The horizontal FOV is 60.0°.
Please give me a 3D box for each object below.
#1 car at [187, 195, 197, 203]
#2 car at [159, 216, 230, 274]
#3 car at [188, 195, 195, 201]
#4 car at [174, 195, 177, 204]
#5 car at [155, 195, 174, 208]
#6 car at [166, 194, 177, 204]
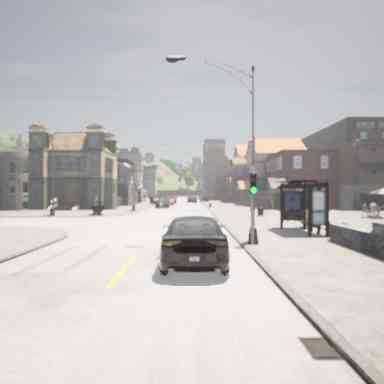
[{"bbox_3d":[0.016,1.514,68.941,1.882,1.535,5.008,0,-1,0],"label":"car"},{"bbox_3d":[0.071,1.483,10.563,1.882,1.535,5.008,0,0,0],"label":"car"},{"bbox_3d":[-0.101,1.543,82.849,1.837,1.490,4.892,0,0,0],"label":"car"},{"bbox_3d":[-4.135,1.381,56.654,2.097,1.767,4.553,0,0,0],"label":"car"},{"bbox_3d":[-4.152,1.516,47.554,2.128,1.511,4.902,0,0,0],"label":"car"},{"bbox_3d":[-4.081,1.387,66.717,2.097,1.767,4.553,0,0,0],"label":"car"}]
